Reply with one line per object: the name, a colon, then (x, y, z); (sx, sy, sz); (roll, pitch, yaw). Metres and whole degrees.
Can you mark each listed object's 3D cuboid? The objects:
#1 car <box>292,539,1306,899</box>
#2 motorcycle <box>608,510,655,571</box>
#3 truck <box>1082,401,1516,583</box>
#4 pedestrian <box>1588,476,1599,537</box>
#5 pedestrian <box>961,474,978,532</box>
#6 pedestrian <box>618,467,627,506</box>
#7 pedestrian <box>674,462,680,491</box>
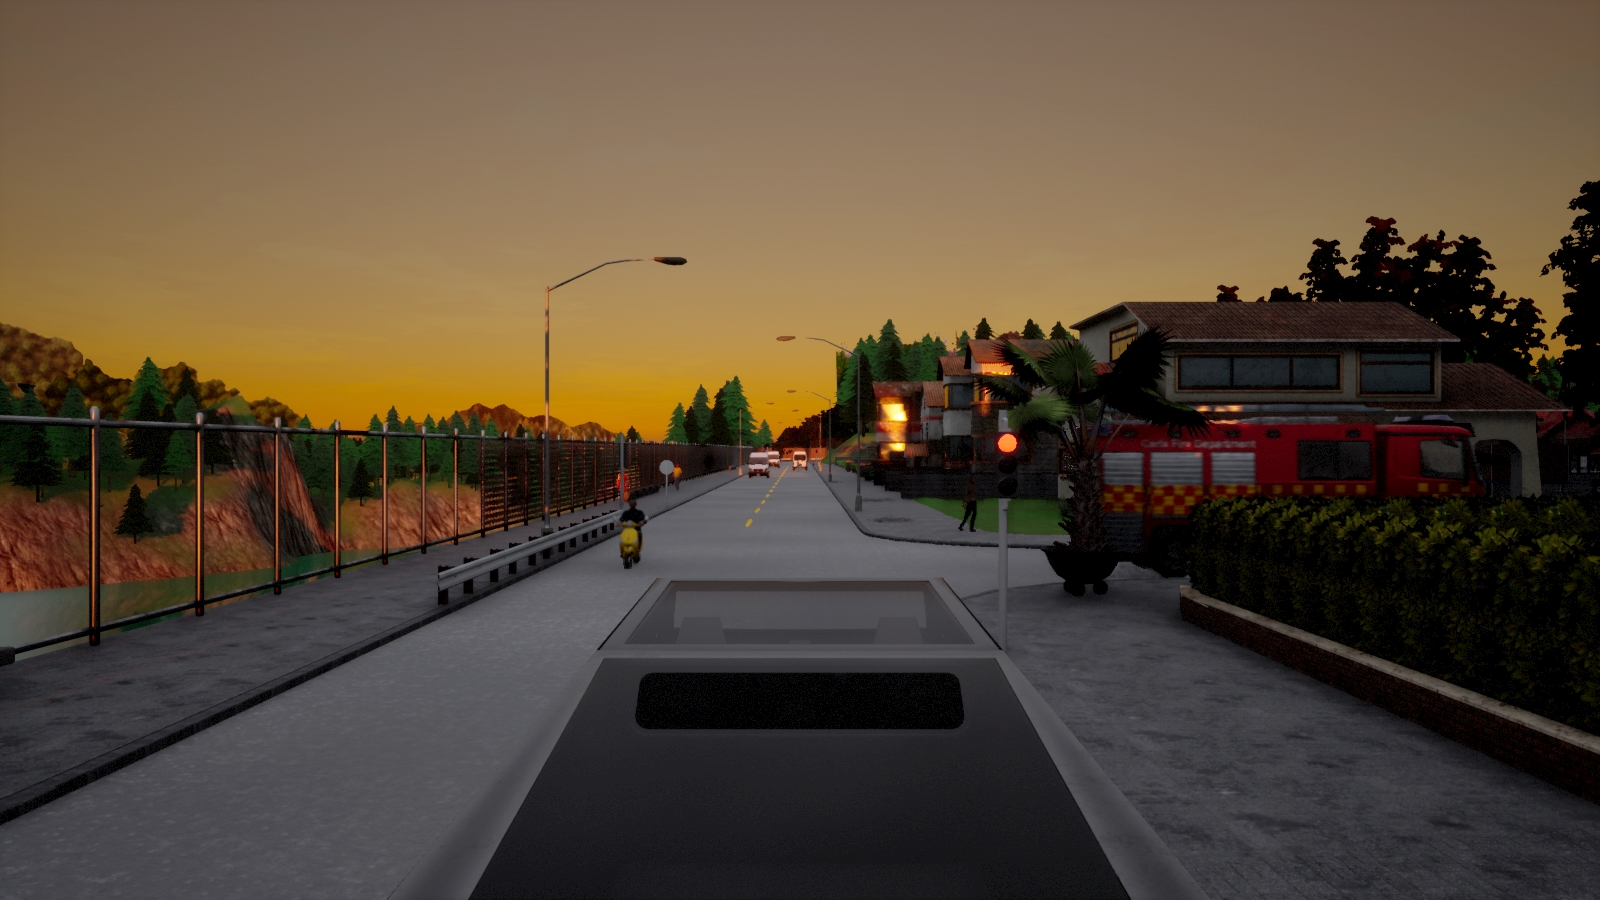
car: (-0.001, 1.751, 5.830); (2.390, 2.098, 6.274); (0, 0, 0)
motorcycle: (-4.001, 2.131, 27.252); (0.856, 1.316, 1.805); (0, 0, 0)
truck: (10.896, 0.880, 25.687); (8.468, 3.827, 2.891); (0, 0, 3)
pedestrian: (24.492, 1.733, 35.068); (0.375, 1.860, 0.375); (0, 0, 9)
pedestrian: (5.488, 1.722, 37.039); (0.375, 1.860, 0.375); (0, 0, -37)
pedestrian: (-8.462, 1.724, 54.474); (0.375, 1.860, 0.375); (0, 0, 8)
pedestrian: (-7.963, 1.719, 74.095); (0.375, 1.860, 0.375); (0, 0, -2)
